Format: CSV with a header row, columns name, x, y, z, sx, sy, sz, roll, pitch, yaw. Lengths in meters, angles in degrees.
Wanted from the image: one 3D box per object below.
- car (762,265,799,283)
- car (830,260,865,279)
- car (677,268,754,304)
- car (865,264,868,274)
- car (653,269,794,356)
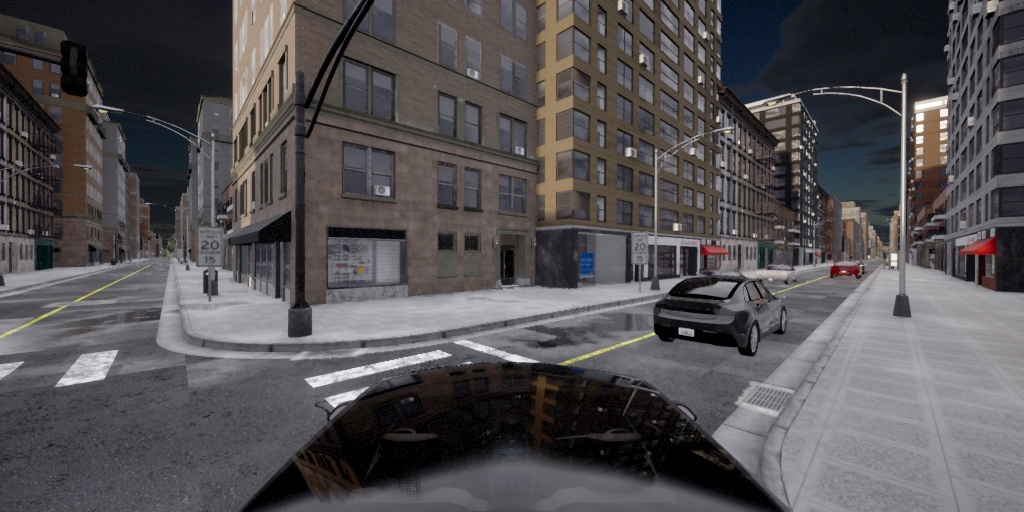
name,x,y,z,sx,sy,sz,roll,pitch,yaw
car,19.217,1.297,25.945,4.718,1.301,1.895,0,0,-43
car,30.069,1.180,32.236,5.008,1.535,1.882,0,0,-43
car,9.709,1.312,16.925,4.718,1.301,1.895,0,0,-43
car,37.629,1.194,39.458,4.902,1.511,2.128,0,0,-43
car,5.174,1.242,8.695,4.892,1.490,1.837,0,0,-44
